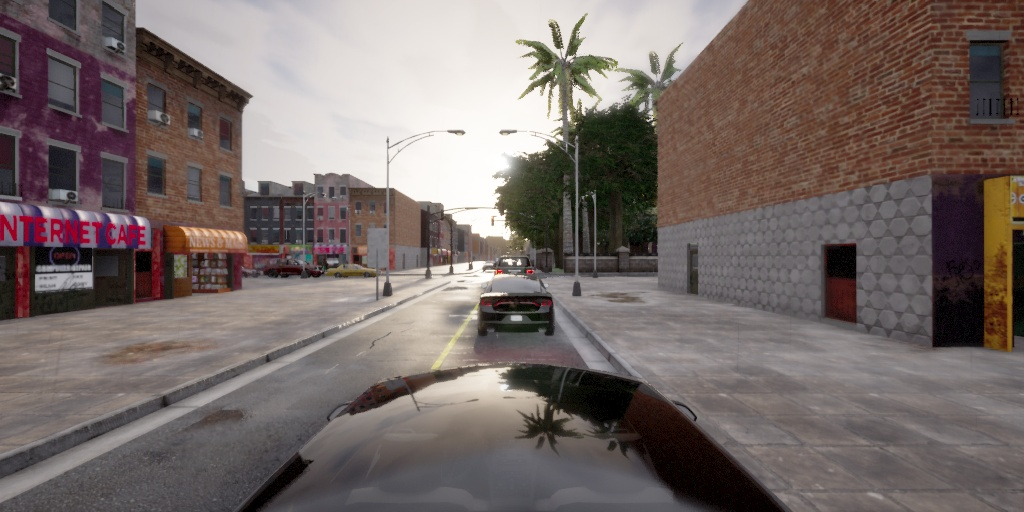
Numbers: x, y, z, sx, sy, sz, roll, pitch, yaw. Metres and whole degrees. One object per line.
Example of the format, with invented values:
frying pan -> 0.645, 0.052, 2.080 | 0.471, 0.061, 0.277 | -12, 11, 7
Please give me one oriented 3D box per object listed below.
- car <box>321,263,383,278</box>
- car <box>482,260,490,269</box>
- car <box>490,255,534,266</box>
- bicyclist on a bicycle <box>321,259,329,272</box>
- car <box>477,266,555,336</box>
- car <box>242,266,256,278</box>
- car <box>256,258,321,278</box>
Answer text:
car -> -14.437, 1.330, 32.994 | 4.829, 1.417, 1.751 | 0, 0, 0
car -> -2.853, 1.325, 47.860 | 1.812, 1.442, 4.674 | 0, 0, 0
car -> 0.104, 0.984, 20.416 | 2.150, 2.045, 5.566 | 0, 0, -1
bicyclist on a bicycle -> -20.140, 1.131, 38.634 | 0.582, 1.620, 1.656 | 0, 0, 0
car -> 0.100, 1.232, 10.447 | 1.882, 1.535, 5.008 | 0, 0, 0
car -> -25.510, 1.415, 32.982 | 4.207, 1.307, 1.802 | 0, 0, 0
car -> -20.058, 1.133, 32.988 | 5.009, 1.841, 2.192 | 0, 0, 0
